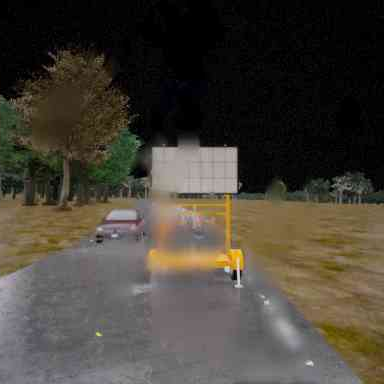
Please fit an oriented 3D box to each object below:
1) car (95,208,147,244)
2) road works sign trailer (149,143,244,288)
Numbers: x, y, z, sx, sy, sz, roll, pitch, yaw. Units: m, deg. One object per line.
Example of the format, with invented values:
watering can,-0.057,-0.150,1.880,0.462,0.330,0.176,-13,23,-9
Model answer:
car,-3.228,1.524,15.868,1.812,1.442,4.674,0,0,-2
road works sign trailer,0.071,0.464,9.224,2.380,3.560,2.880,0,0,-2
